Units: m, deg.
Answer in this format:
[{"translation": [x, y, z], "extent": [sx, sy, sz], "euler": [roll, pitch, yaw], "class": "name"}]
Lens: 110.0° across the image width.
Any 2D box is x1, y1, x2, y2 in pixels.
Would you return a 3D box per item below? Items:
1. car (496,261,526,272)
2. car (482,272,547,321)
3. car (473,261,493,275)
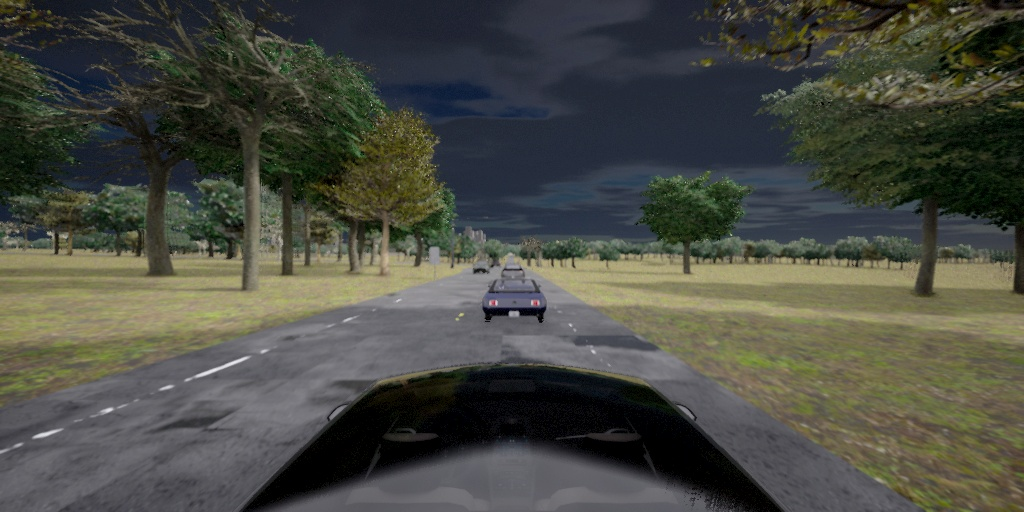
[{"translation": [0.073, 1.390, 29.132], "extent": [2.128, 1.511, 4.902], "euler": [0, 0, 0], "class": "car"}, {"translation": [0.077, 1.395, 12.542], "extent": [1.895, 1.301, 4.718], "euler": [0, 0, 0], "class": "car"}, {"translation": [-3.834, 1.393, 45.410], "extent": [2.097, 1.767, 4.553], "euler": [0, 0, -3], "class": "car"}]
